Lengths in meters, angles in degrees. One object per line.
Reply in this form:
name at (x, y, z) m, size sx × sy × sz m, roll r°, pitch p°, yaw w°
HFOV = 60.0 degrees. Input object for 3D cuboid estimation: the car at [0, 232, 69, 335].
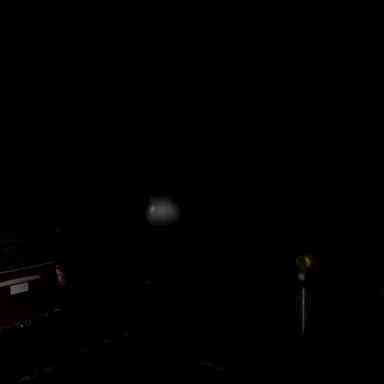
car at (-4.109, 1.440, 6.012) m, size 4.097 × 1.590 × 1.967 m, roll 0°, pitch 0°, yaw 36°
